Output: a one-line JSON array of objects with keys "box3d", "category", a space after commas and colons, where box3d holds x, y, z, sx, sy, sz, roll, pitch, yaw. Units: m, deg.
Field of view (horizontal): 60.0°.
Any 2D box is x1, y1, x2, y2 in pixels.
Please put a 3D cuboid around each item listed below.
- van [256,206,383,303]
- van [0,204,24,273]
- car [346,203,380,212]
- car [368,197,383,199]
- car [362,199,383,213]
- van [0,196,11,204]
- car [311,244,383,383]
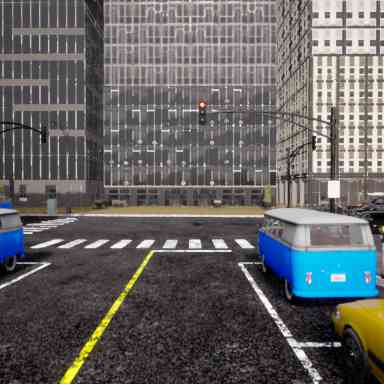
[{"box3d": [2.682, 1.339, 7.953, 1.690, 1.788, 3.998, -1, 0, 0], "category": "van"}, {"box3d": [-5.699, 1.339, 7.986, 1.690, 1.788, 3.998, -1, 0, 0], "category": "van"}, {"box3d": [8.731, 1.618, 21.527, 5.357, 1.411, 2.033, 0, 1, 0], "category": "car"}, {"box3d": [15.252, 1.339, 27.278, 5.009, 1.841, 2.192, 0, 1, 0], "category": "car"}, {"box3d": [13.824, 1.544, 24.688, 4.902, 1.511, 2.128, 0, 1, 0], "category": "car"}, {"box3d": [-17.138, 1.201, 27.486, 3.998, 1.788, 1.690, 0, 1, 0], "category": "van"}, {"box3d": [2.682, 1.525, 2.521, 1.752, 1.417, 4.829, -1, 0, 0], "category": "car"}]
